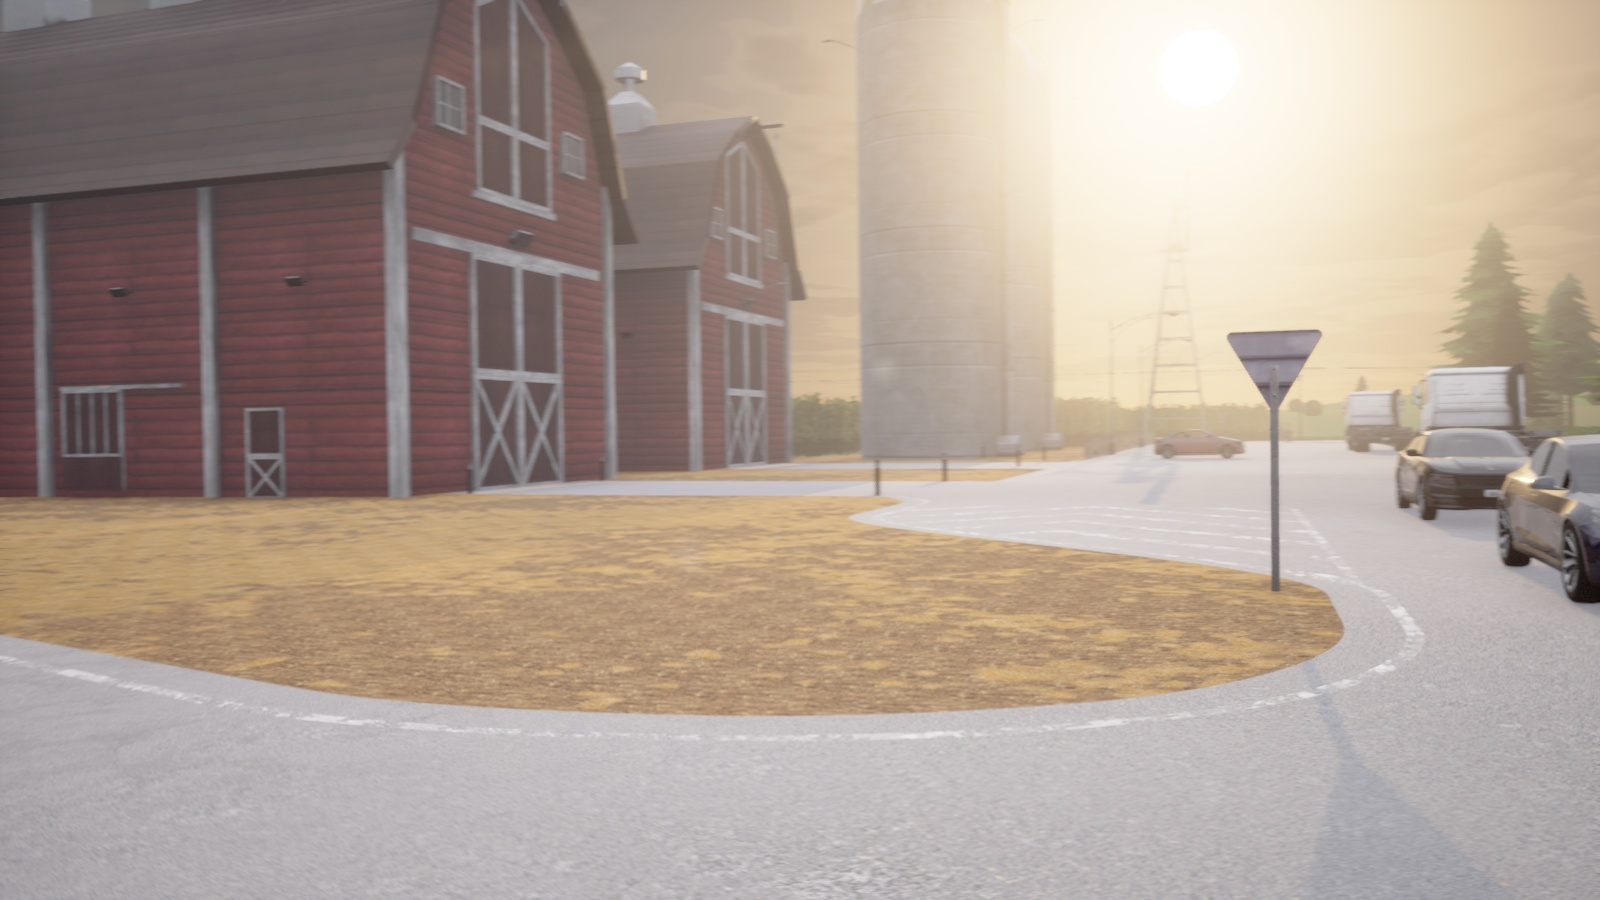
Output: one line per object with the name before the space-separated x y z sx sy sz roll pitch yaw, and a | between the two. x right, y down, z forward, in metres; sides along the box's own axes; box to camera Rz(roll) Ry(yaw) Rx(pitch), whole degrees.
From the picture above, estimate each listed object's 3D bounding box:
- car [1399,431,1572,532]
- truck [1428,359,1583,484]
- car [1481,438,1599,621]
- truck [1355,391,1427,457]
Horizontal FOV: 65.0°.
car | 11.772 0.444 21.901 1.882 1.535 5.008 0 1 20
truck | 21.624 -0.858 38.949 2.891 3.462 7.936 0 1 20
car | 8.359 0.645 12.415 2.163 1.488 4.792 0 1 20
truck | 32.673 -1.436 69.664 2.891 3.462 7.936 0 1 20
